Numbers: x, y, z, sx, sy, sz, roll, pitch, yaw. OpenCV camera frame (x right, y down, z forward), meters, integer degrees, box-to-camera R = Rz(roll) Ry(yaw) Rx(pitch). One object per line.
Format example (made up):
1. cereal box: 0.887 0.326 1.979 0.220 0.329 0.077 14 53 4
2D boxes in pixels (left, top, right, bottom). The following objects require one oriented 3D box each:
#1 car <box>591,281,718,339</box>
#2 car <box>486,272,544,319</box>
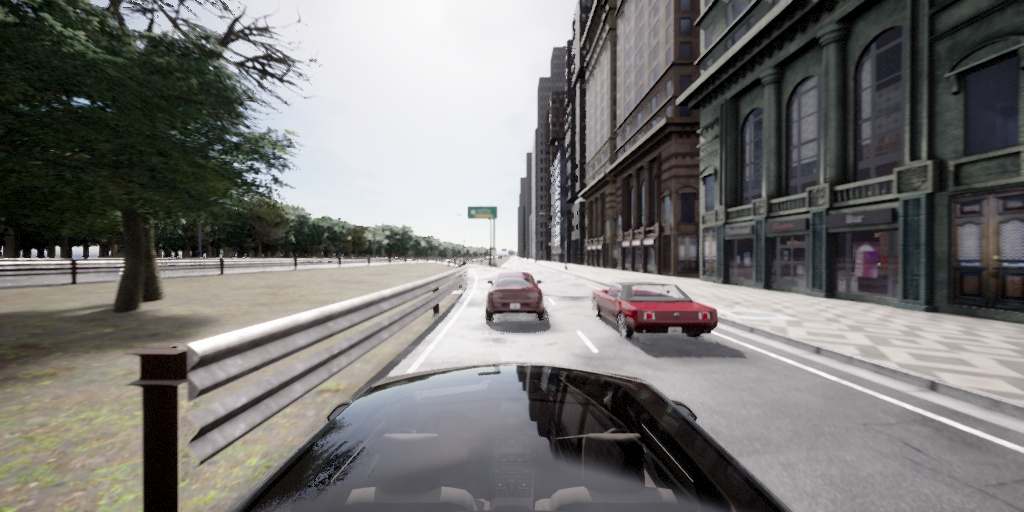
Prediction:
1. car: 3.593 1.350 10.099 1.895 1.301 4.718 0 0 0
2. car: 0.095 1.275 12.599 1.812 1.442 4.674 0 0 0
